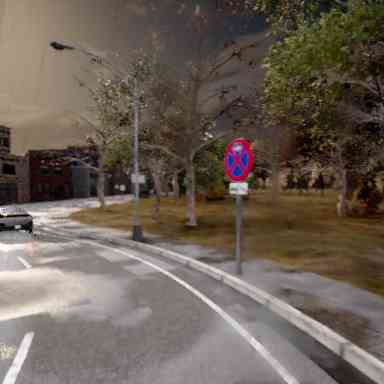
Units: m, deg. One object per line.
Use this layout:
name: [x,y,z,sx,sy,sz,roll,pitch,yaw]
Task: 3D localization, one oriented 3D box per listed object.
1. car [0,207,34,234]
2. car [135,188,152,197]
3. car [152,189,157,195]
car: [-10.465,1.584,18.877,2.128,1.511,4.902,-1,0,-40]
car: [-11.810,0.169,78.380,2.150,2.045,5.566,-1,1,8]
car: [-10.291,0.037,88.663,2.128,1.511,4.902,-1,1,8]
